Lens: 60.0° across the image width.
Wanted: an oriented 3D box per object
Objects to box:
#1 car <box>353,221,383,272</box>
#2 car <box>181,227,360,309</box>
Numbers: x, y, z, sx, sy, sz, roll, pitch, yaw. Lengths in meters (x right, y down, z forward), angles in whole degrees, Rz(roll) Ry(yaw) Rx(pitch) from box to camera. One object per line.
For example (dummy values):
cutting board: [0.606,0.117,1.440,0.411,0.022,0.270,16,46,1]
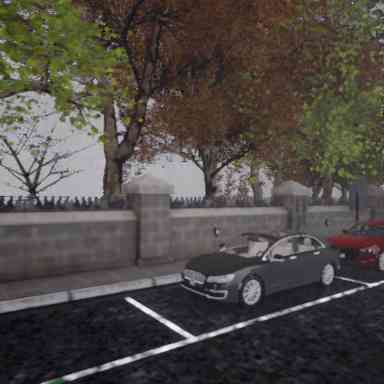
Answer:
car: [6.271,1.654,11.191,4.507,1.381,1.887,1,0,-36]
car: [1.791,1.607,7.932,4.403,1.369,2.008,1,0,-36]
